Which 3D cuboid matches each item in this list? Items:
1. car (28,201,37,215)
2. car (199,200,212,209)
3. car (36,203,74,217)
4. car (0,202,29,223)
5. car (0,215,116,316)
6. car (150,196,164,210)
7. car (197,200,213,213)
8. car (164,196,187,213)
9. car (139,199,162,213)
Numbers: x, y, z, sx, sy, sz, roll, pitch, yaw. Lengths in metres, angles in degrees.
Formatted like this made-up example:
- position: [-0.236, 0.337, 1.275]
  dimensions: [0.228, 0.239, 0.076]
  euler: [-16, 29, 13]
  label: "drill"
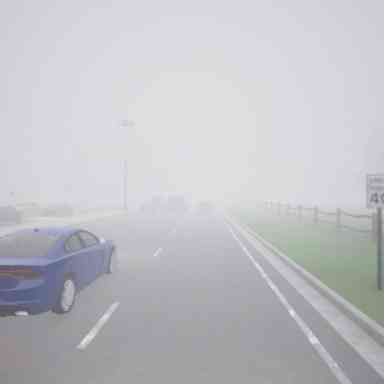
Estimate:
- position: [-17.406, 1.760, 34.684]
  dimensions: [1.882, 1.535, 5.008]
  euler: [0, 0, 3]
  label: "car"
- position: [2.270, 2.017, 53.378]
  dimensions: [1.994, 1.385, 4.181]
  euler: [0, 0, 4]
  label: "car"
- position: [-13.908, 1.848, 34.564]
  dimensions: [1.994, 1.385, 4.181]
  euler: [0, -1, 2]
  label: "car"
- position: [-14.298, 1.724, 24.479]
  dimensions: [1.812, 1.442, 4.674]
  euler: [0, 0, 2]
  label: "car"
- position: [-3.220, 1.542, 7.774]
  dimensions: [1.882, 1.535, 5.008]
  euler: [0, 0, 2]
  label: "car"
- position: [-5.051, 1.641, 50.000]
  dimensions: [2.150, 2.045, 5.566]
  euler: [0, 0, 4]
  label: "car"
- position: [1.690, 1.844, 43.244]
  dimensions: [1.882, 1.535, 5.008]
  euler: [0, -1, 3]
  label: "car"
- position: [-1.857, 1.580, 42.580]
  dimensions: [2.150, 2.045, 5.566]
  euler: [0, 0, 3]
  label: "car"
- position: [-5.451, 1.918, 42.284]
  dimensions: [1.994, 1.385, 4.181]
  euler: [0, 0, 4]
  label: "car"
